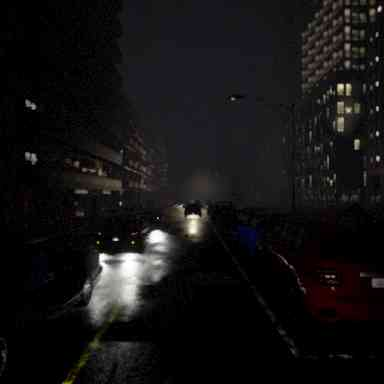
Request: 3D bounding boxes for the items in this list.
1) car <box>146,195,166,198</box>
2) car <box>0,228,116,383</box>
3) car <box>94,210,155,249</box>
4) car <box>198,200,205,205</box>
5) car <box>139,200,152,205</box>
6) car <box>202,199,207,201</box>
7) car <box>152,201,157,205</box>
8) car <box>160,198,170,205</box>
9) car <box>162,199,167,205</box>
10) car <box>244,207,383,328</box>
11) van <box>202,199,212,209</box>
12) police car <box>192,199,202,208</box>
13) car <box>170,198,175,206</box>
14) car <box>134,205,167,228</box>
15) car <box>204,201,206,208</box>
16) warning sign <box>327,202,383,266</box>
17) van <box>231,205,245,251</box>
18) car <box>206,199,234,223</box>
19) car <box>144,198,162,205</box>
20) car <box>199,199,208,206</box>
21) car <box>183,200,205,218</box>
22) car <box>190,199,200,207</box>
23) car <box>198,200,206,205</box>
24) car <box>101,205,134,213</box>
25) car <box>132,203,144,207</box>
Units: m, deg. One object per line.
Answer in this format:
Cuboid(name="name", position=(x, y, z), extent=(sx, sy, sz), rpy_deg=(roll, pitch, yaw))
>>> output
Cuboid(name="car", position=(-8.733, 1.728, 77.845), extent=(2.150, 2.045, 5.566), rpy_deg=(3, 20, 46))
Cuboid(name="car", position=(-3.068, 1.620, 5.511), extent=(2.033, 1.411, 5.357), rpy_deg=(0, -1, 3))
Cuboid(name="car", position=(-3.094, 1.764, 15.480), extent=(1.994, 1.385, 4.181), rpy_deg=(0, -1, 0))
Cuboid(name="car", position=(2.693, 2.907, 95.525), extent=(1.802, 1.307, 4.206), rpy_deg=(0, -1, 0))
Cuboid(name="car", position=(-5.692, 1.899, 34.742), extent=(1.967, 1.590, 4.097), rpy_deg=(0, -1, 0))
Cuboid(name="car", position=(2.691, 2.290, 57.014), extent=(1.752, 1.417, 4.829), rpy_deg=(0, -1, 0))
Cuboid(name="car", position=(-5.691, 2.115, 40.267), extent=(1.802, 1.307, 4.206), rpy_deg=(0, -1, 0))
Cuboid(name="car", position=(-5.689, 2.385, 62.370), extent=(1.887, 1.381, 4.507), rpy_deg=(0, -1, 0))
Cuboid(name="car", position=(-5.690, 2.285, 56.675), extent=(1.752, 1.417, 4.829), rpy_deg=(0, -1, 0))
Cuboid(name="car", position=(2.685, 1.407, 7.112), extent=(2.192, 1.841, 5.009), rpy_deg=(0, -1, 0))
Cuboid(name="van", position=(2.690, 2.181, 62.372), extent=(1.690, 1.788, 3.998), rpy_deg=(0, -1, 0))
Cuboid(name="police car", position=(0.906, 2.309, 65.479), extent=(1.930, 1.638, 5.238), rpy_deg=(0, -1, 0))
Cuboid(name="car", position=(-5.688, 2.625, 78.949), extent=(1.887, 1.381, 4.507), rpy_deg=(0, -1, 0))
Cuboid(name="car", position=(-3.076, 1.934, 25.490), extent=(1.895, 1.301, 4.718), rpy_deg=(0, -1, 0))
Cuboid(name="car", position=(2.689, 2.078, 40.266), extent=(1.887, 1.381, 4.507), rpy_deg=(0, -1, 0))
Cuboid(name="warning sign", position=(5.072, 1.249, 10.371), extent=(1.300, 1.860, 1.060), rpy_deg=(0, 0, 0))
Cuboid(name="van", position=(2.685, 1.504, 12.637), extent=(1.690, 1.788, 3.998), rpy_deg=(0, -1, 0))
Cuboid(name="car", position=(2.687, 1.698, 29.216), extent=(2.192, 1.841, 5.009), rpy_deg=(0, -1, 0))
Cuboid(name="car", position=(-5.692, 2.049, 45.794), extent=(1.967, 1.590, 4.097), rpy_deg=(0, -1, 0))
Cuboid(name="car", position=(2.691, 2.520, 78.949), extent=(1.967, 1.590, 4.097), rpy_deg=(0, -1, 0))
Cuboid(name="car", position=(0.105, 1.983, 36.213), extent=(1.837, 1.490, 4.892), rpy_deg=(0, -1, 0))
Cuboid(name="car", position=(0.768, 2.379, 75.383), extent=(2.097, 1.767, 4.553), rpy_deg=(0, -1, 3))
Cuboid(name="car", position=(2.693, 2.825, 90.000), extent=(1.802, 1.307, 4.206), rpy_deg=(0, -1, 0))
Cuboid(name="car", position=(-5.693, 1.860, 23.688), extent=(2.008, 1.369, 4.403), rpy_deg=(0, -1, 0))
Cuboid(name="car", position=(-5.692, 1.928, 29.213), extent=(1.887, 1.381, 4.507), rpy_deg=(0, -1, 0))
